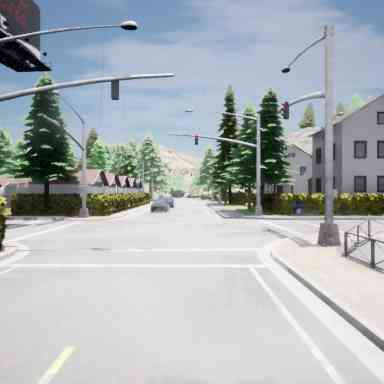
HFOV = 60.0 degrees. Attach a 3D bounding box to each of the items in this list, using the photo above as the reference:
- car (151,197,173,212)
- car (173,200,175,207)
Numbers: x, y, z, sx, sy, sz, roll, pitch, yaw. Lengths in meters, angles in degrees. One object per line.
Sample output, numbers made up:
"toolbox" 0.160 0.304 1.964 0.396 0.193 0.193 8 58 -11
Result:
"car" -3.623 1.547 38.459 2.033 1.411 5.357 0 0 0
"car" -3.611 1.477 48.742 1.882 1.535 5.008 0 0 0
